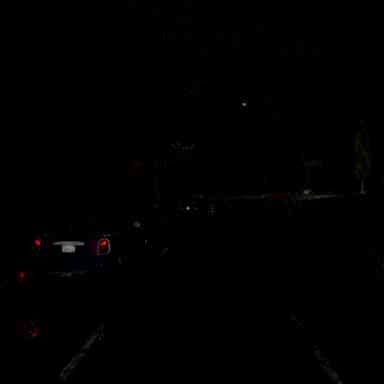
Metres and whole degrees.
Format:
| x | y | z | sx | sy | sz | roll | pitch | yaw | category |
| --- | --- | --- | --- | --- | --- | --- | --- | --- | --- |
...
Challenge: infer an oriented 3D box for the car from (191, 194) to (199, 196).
| x | y | z | sx | sy | sz | roll | pitch | yaw | category |
| --- | --- | --- | --- | --- | --- | --- | --- | --- | --- |
| 0.592 | 1.126 | 52.802 | 2.128 | 1.511 | 4.902 | 0 | 0 | 22 | car |

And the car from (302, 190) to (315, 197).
| x | y | z | sx | sy | sz | roll | pitch | yaw | category |
| --- | --- | --- | --- | --- | --- | --- | --- | --- | --- |
| 28.843 | 0.313 | 82.110 | 2.128 | 1.511 | 4.902 | -1 | 1 | 40 | car |

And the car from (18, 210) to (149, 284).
| x | y | z | sx | sy | sz | roll | pitch | yaw | category |
| --- | --- | --- | --- | --- | --- | --- | --- | --- | --- |
| -2.628 | 1.292 | 9.636 | 2.097 | 1.767 | 4.553 | 0 | 0 | 4 | car |

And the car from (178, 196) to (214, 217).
| x | y | z | sx | sy | sz | roll | pitch | yaw | category |
| --- | --- | --- | --- | --- | --- | --- | --- | --- | --- |
| 0.237 | 1.351 | 29.202 | 2.033 | 1.411 | 5.357 | 0 | 0 | 13 | car |

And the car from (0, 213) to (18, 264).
| x | y | z | sx | sy | sz | roll | pitch | yaw | category |
| --- | --- | --- | --- | --- | --- | --- | --- | --- | --- |
| -6.119 | 1.485 | 10.058 | 2.033 | 1.411 | 5.357 | 0 | 0 | 4 | car |

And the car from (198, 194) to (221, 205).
| x | y | z | sx | sy | sz | roll | pitch | yaw | category |
| --- | --- | --- | --- | --- | --- | --- | --- | --- | --- |
| 3.013 | 1.141 | 50.075 | 1.837 | 1.490 | 4.892 | -1 | 0 | 21 | car |

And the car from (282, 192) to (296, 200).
| x | y | z | sx | sy | sz | roll | pitch | yaw | category |
| --- | --- | --- | --- | --- | --- | --- | --- | --- | --- |
| 19.509 | 0.780 | 66.602 | 1.837 | 1.490 | 4.892 | -1 | 1 | 31 | car |
